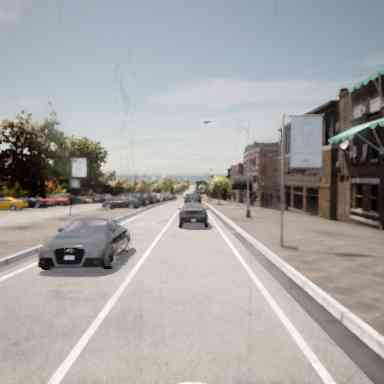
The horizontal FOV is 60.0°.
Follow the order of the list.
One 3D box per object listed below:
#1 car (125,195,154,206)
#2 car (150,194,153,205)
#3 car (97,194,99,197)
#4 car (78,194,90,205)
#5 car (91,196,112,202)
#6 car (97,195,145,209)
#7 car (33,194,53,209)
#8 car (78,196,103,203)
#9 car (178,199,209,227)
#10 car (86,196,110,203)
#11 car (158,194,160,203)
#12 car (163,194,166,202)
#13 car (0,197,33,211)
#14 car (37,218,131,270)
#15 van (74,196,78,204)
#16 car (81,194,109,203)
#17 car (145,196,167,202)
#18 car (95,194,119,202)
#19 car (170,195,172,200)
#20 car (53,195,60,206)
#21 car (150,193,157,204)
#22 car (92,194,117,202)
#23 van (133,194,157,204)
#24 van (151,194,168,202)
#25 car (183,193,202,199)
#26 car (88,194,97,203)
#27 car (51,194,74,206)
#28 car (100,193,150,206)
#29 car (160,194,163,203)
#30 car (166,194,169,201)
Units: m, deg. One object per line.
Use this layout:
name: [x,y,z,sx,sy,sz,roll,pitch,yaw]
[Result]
car: [-8.832,1.359,55.824,4.553,1.767,2.185,0,0,0]
car: [-8.867,1.446,50.217,4.892,1.521,2.231,0,0,0]
car: [-21.952,1.577,66.899,5.008,1.535,2.097,0,0,0]
car: [-21.947,1.571,61.328,4.674,1.452,2.002,0,0,0]
car: [-21.978,1.743,80.699,4.674,1.452,2.002,0,-1,0]
car: [-8.855,1.412,41.812,4.892,1.521,2.231,0,0,0]
car: [-21.945,1.418,44.621,5.008,1.535,2.097,0,0,0]
car: [-21.995,1.653,72.469,4.792,1.488,2.163,0,0,0]
car: [0.092,1.468,22.514,1.837,1.490,4.892,0,0,0]
car: [-21.971,1.676,78.039,5.008,1.535,2.097,0,-1,0]
car: [-8.864,1.532,61.431,4.892,1.521,2.231,0,0,0]
car: [-8.911,1.350,69.842,5.566,2.045,2.435,0,0,0]
car: [-21.937,1.405,39.052,5.008,1.535,2.097,0,0,0]
car: [-3.253,1.546,10.810,1.994,1.385,4.181,0,0,0]
van: [-22.059,1.258,55.758,4.442,1.987,1.878,0,0,0]
car: [-21.943,1.398,75.254,5.566,2.045,2.435,0,0,0]
car: [-9.091,1.734,83.852,5.366,1.575,1.946,0,-1,0]
car: [-21.961,1.514,86.271,5.566,2.045,2.435,0,-1,0]
car: [-8.896,1.896,95.065,4.792,1.488,2.163,0,-1,0]
car: [-21.942,1.471,47.407,4.674,1.452,2.002,0,0,0]
car: [-8.890,1.213,53.024,5.566,2.045,2.435,0,0,0]
car: [-21.956,1.484,83.609,5.566,2.045,2.435,0,-1,0]
van: [-8.990,1.329,64.235,4.442,1.987,1.878,0,0,0]
van: [-8.799,1.576,89.462,4.442,1.987,1.878,0,-1,0]
car: [0.087,1.157,41.192,2.150,2.045,5.566,0,0,0]
car: [-21.767,1.551,64.113,5.366,1.575,1.946,0,0,0]
car: [-21.910,1.339,52.977,4.553,1.767,2.185,0,0,0]
car: [-8.889,1.168,44.614,5.566,2.045,2.435,0,0,0]
car: [-8.872,1.578,67.037,5.008,1.535,2.097,0,0,0]
car: [-8.896,1.706,81.053,5.008,1.535,2.097,0,-1,0]
